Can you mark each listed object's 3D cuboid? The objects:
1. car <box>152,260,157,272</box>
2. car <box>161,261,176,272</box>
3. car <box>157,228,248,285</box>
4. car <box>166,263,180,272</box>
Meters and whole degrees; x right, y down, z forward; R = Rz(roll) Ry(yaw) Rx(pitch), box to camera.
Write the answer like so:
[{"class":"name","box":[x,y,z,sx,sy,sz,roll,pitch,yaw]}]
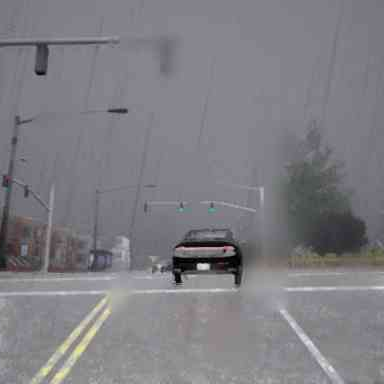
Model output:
[{"class":"car","box":[-3.418,8.578,38.923,2.128,1.511,4.902,-2,-13,4]},{"class":"car","box":[-3.405,10.841,48.283,1.812,1.442,4.674,-1,-13,0]},{"class":"car","box":[0.679,1.896,10.348,2.128,1.511,4.902,-3,-8,9]},{"class":"car","box":[-3.290,13.294,58.499,2.033,1.411,5.357,-1,-13,0]}]
